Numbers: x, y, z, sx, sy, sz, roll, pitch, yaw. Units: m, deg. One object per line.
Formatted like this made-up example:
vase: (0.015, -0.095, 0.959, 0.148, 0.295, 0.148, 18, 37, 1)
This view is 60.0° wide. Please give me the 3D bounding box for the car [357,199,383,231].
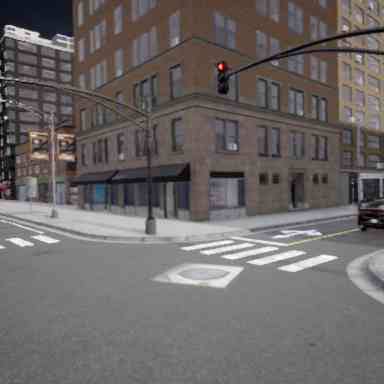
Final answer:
car: (9.803, 1.051, 15.990, 5.008, 1.535, 1.882, -2, 1, -39)
